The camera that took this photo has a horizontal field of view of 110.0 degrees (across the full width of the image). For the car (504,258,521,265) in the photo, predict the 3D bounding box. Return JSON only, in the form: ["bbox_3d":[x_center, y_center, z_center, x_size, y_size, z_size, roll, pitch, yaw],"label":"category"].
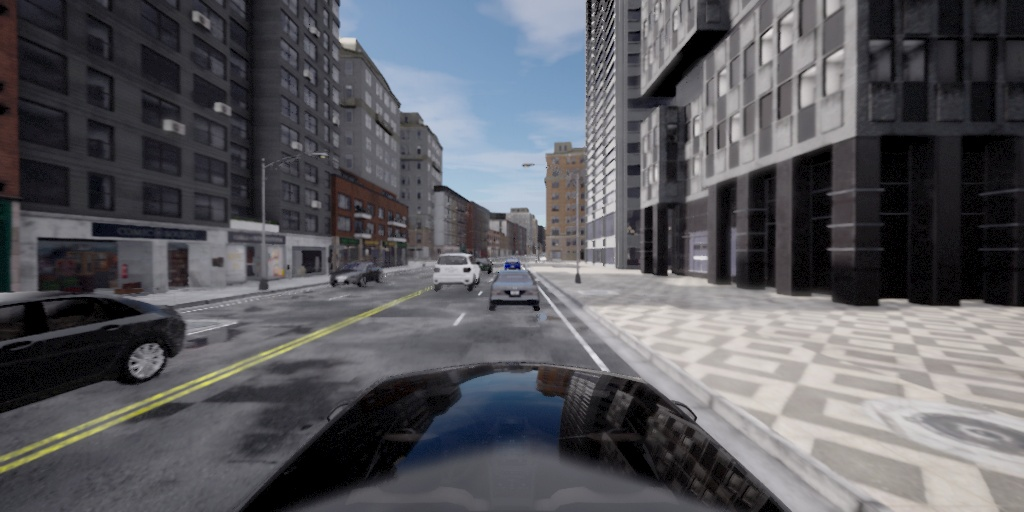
[{"bbox_3d":[0.076,1.028,43.405,1.882,1.535,5.008,0,0,0],"label":"car"}]

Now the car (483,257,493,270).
[{"bbox_3d":[-3.172,0.931,38.501,2.097,1.767,4.553,0,0,0],"label":"car"}]

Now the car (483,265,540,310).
[{"bbox_3d":[0.093,1.248,14.315,2.033,1.411,5.357,0,0,0],"label":"car"}]

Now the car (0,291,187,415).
[{"bbox_3d":[-6.603,1.248,4.212,1.837,1.490,4.892,0,0,0],"label":"car"}]

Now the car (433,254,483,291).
[{"bbox_3d":[-3.162,0.889,21.329,2.150,2.045,5.566,0,0,0],"label":"car"}]

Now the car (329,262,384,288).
[{"bbox_3d":[-9.862,1.151,23.115,2.128,1.511,4.902,0,0,0],"label":"car"}]
